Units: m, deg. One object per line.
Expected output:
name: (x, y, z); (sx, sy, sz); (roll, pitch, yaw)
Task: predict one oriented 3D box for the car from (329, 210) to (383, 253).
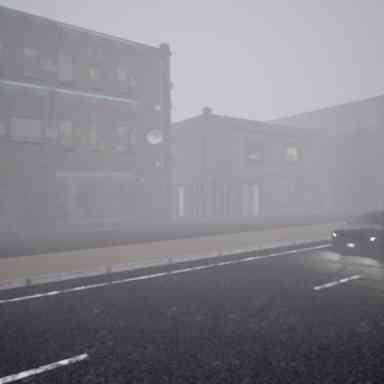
car: (7.719, 1.453, 13.180); (5.357, 1.411, 2.033); (0, 0, -35)
